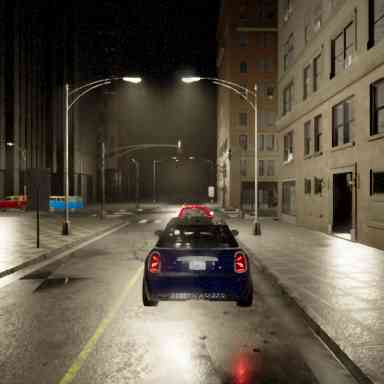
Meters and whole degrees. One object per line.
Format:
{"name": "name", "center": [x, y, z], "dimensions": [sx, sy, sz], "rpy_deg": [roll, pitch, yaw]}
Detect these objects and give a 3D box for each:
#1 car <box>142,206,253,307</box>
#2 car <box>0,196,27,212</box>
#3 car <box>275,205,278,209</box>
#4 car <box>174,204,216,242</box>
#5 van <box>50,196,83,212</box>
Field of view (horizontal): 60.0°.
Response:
{"name": "car", "center": [0.114, 1.353, 8.145], "dimensions": [2.097, 1.767, 4.553], "rpy_deg": [0, 0, 0]}
{"name": "car", "center": [-20.292, 1.367, 38.207], "dimensions": [5.009, 1.841, 2.192], "rpy_deg": [0, 0, -1]}
{"name": "car", "center": [12.192, 1.533, 38.638], "dimensions": [4.829, 1.417, 1.752], "rpy_deg": [0, 0, -1]}
{"name": "car", "center": [0.132, 1.482, 17.434], "dimensions": [1.882, 1.535, 5.008], "rpy_deg": [0, 0, 0]}
{"name": "van", "center": [-14.652, 1.394, 38.282], "dimensions": [3.998, 1.788, 1.690], "rpy_deg": [0, 0, -1]}
